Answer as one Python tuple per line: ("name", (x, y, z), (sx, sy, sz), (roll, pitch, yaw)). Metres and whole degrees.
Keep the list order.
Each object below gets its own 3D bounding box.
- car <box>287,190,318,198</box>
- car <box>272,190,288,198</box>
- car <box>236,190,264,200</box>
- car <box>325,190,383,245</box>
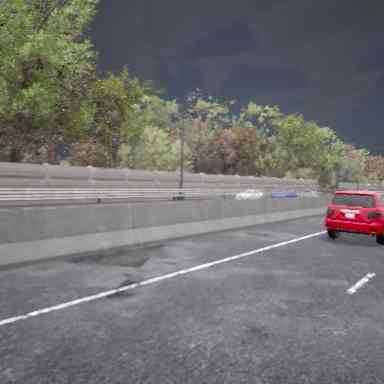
("car", (12.786, 0.734, 37.077), (1.812, 1.442, 4.674), (3, 2, 40))
("car", (11.738, 0.536, 41.230), (1.882, 1.535, 5.008), (3, 2, 41))
("car", (7.275, 0.458, 41.391), (1.812, 1.442, 4.674), (3, 2, 41))
("car", (7.720, 0.968, 14.648), (2.150, 2.045, 5.566), (3, 2, 40))
